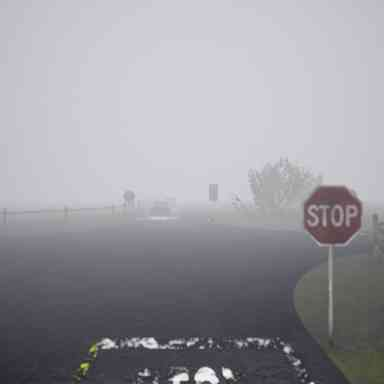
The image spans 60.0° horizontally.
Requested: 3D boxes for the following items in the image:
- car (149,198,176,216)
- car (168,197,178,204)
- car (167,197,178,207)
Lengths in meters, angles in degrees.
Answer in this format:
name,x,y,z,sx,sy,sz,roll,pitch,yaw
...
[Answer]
name,x,y,z,sx,sy,sz,roll,pitch,yaw
car,-2.913,1.577,32.031,1.994,1.385,4.181,0,0,0
car,-3.806,1.669,65.634,1.895,1.301,4.718,0,0,-4
car,-3.112,1.519,47.541,2.128,1.511,4.902,0,0,-1
